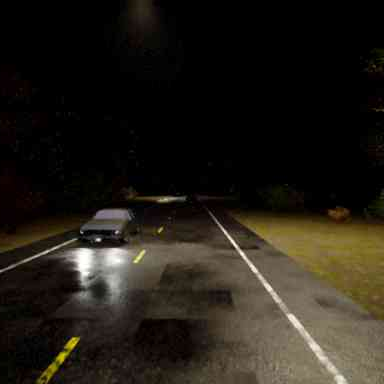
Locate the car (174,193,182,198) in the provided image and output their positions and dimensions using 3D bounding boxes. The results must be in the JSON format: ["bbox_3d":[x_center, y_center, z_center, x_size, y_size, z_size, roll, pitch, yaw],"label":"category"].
[{"bbox_3d":[-3.794,0.891,91.105,1.994,1.385,4.181,0,0,0],"label":"car"}]

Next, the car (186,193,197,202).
[{"bbox_3d":[-0.041,1.122,60.785,1.994,1.385,4.181,0,0,0],"label":"car"}]

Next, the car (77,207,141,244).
[{"bbox_3d":[-3.598,1.434,15.433,2.033,1.411,5.357,0,0,0],"label":"car"}]

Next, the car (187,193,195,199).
[{"bbox_3d":[-0.251,0.901,82.543,1.837,1.490,4.892,0,0,0],"label":"car"}]
